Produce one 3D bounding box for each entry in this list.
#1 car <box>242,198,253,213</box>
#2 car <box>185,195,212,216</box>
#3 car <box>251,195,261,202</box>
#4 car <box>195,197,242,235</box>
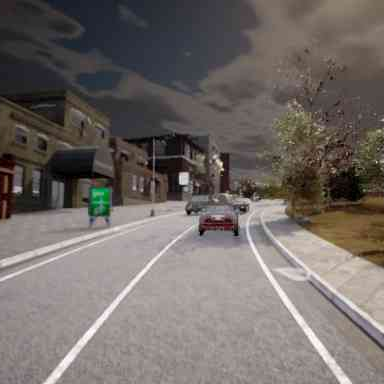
[{"bbox_3d":[5.258,1.630,36.709,1.895,1.301,4.718,-1,0,15],"label":"car"},{"bbox_3d":[0.928,1.332,34.820,2.150,2.045,5.566,-1,0,14],"label":"car"},{"bbox_3d":[14.373,1.539,74.444,2.128,1.511,4.902,-2,-1,20],"label":"car"},{"bbox_3d":[1.632,1.379,19.120,2.097,1.767,4.553,-1,0,8],"label":"car"}]
